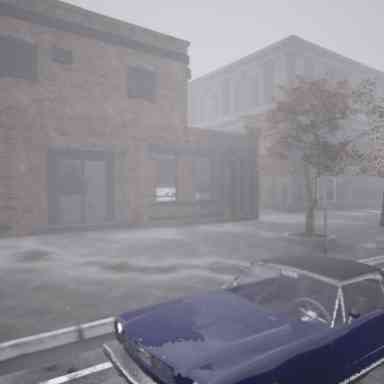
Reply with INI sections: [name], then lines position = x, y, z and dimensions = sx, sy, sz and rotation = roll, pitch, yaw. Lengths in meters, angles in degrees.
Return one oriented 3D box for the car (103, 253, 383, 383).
[car]
position = 1.363, 1.600, 4.354
dimensions = 4.718, 1.301, 1.895
rotation = 0, 0, -36
